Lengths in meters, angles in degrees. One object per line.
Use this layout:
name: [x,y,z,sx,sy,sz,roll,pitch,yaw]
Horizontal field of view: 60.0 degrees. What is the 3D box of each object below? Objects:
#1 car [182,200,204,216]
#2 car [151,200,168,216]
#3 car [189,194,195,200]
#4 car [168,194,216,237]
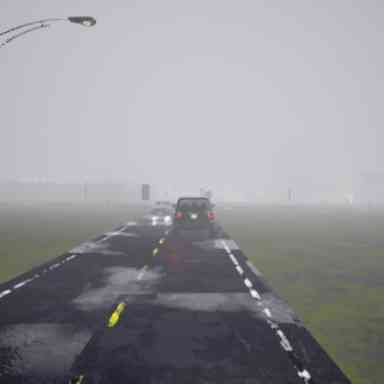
car: [0.092,1.522,32.526,1.994,1.385,4.181,0,0,0]
car: [-2.810,1.506,32.222,2.033,1.411,5.357,0,0,0]
car: [-0.008,1.426,92.006,1.812,1.442,4.674,0,0,0]
car: [0.094,1.196,18.017,2.150,2.045,5.566,0,0,0]
